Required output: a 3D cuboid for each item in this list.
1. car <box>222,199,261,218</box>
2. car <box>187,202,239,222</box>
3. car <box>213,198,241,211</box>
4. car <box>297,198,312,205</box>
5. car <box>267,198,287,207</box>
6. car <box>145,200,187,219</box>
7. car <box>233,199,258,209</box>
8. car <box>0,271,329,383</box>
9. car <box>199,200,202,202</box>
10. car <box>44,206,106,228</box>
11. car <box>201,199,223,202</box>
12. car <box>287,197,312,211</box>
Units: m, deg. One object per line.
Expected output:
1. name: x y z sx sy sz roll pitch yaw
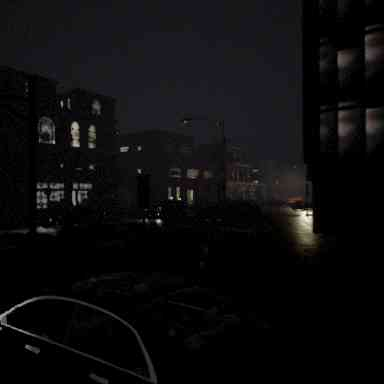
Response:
1. car: 5.049 1.589 31.814 1.967 1.590 4.097 -1 -1 36
2. car: 1.795 1.703 27.336 1.802 1.307 4.206 -1 -1 36
3. car: 4.871 1.704 45.701 1.967 1.590 4.097 -1 -1 36
4. car: 24.579 2.009 72.445 1.947 1.339 4.313 -1 -1 36
5. car: 14.725 1.902 59.072 2.008 1.369 4.403 -1 -1 36
6. car: -2.400 1.517 31.461 2.097 1.767 4.553 0 -1 37
7. car: 8.156 1.837 50.157 1.887 1.381 4.507 -1 -1 36
8. car: -0.914 1.555 3.532 4.403 1.369 2.008 0 0 36
9. car: 1.586 1.675 41.243 1.967 1.590 4.097 -1 -1 36
10. car: -8.186 1.681 23.603 1.994 1.385 4.181 0 -1 36
11. car: 3.448 1.741 39.381 1.812 1.442 4.674 0 -1 36
12. car: 15.004 1.761 45.323 1.752 1.417 4.829 -1 -1 36
